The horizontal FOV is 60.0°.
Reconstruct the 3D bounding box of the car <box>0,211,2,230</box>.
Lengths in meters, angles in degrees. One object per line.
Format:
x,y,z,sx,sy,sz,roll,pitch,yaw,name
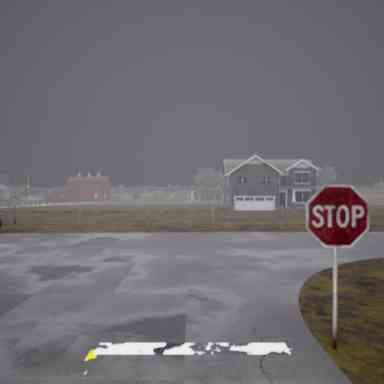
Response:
-12.308,1.270,16.294,5.566,2.045,2.150,0,0,4,car
